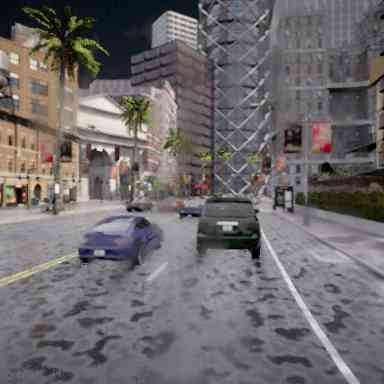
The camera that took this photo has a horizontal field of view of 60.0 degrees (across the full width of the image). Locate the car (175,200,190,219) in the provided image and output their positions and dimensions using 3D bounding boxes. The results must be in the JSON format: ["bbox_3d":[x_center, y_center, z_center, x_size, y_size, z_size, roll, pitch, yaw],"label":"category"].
[{"bbox_3d":[0.138,1.594,28.764,1.895,1.301,4.718,0,0,8],"label":"car"}]

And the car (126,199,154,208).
[{"bbox_3d":[-5.777,1.512,37.613,2.033,1.411,5.357,0,0,8],"label":"car"}]

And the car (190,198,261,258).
[{"bbox_3d":[1.462,1.225,13.025,2.150,2.045,5.566,0,0,8],"label":"car"}]

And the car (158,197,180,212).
[{"bbox_3d":[-2.332,1.331,36.991,2.097,1.767,4.553,0,0,8],"label":"car"}]

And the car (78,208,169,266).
[{"bbox_3d":[-2.259,1.512,11.440,1.812,1.442,4.674,0,0,7],"label":"car"}]

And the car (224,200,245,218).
[{"bbox_3d":[3.984,1.515,30.931,1.837,1.490,4.892,0,0,8],"label":"car"}]
